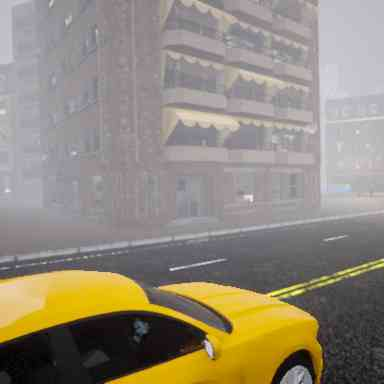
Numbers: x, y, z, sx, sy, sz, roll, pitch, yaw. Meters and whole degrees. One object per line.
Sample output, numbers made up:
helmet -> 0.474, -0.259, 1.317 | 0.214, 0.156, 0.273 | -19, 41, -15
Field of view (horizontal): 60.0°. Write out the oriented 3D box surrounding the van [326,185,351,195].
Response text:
van -> 25.899, -0.414, 58.772 | 3.998, 1.788, 1.690 | 0, 1, 21

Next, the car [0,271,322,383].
car -> -0.938, 1.459, 2.786 | 5.008, 1.535, 1.882 | -2, 1, -35
